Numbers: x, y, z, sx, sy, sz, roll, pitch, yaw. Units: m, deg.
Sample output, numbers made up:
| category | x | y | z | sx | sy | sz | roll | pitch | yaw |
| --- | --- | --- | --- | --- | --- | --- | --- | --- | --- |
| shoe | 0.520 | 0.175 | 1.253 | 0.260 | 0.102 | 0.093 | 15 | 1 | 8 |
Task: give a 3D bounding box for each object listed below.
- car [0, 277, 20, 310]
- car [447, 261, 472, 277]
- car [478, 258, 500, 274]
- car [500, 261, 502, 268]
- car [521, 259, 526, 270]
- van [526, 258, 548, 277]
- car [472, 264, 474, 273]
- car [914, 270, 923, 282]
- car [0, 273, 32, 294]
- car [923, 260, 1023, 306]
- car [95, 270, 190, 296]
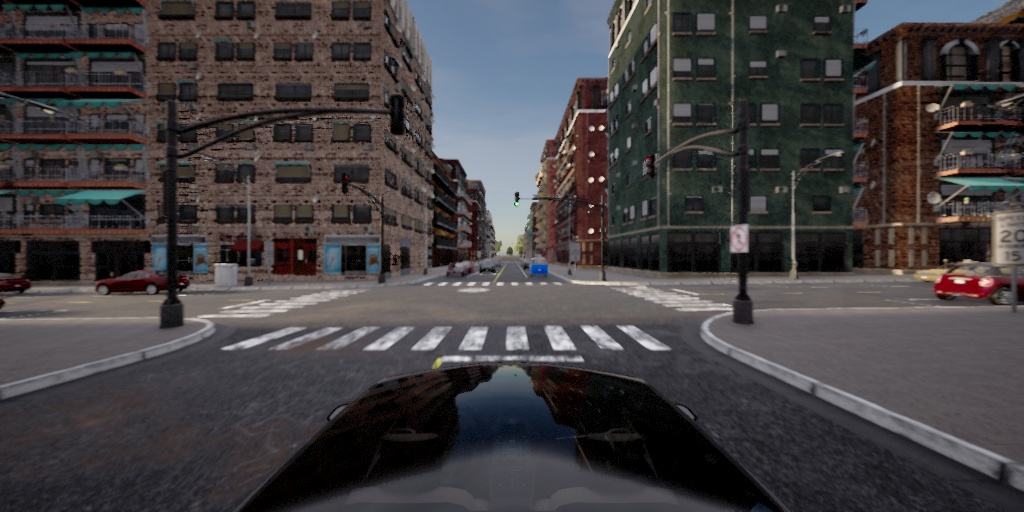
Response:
| category | x | y | z | sx | sy | sz | roll | pitch | yaw |
| --- | --- | --- | --- | --- | --- | --- | --- | --- | --- |
| car | -21.557 | 1.566 | 13.197 | 4.207 | 1.307 | 1.802 | 0 | 0 | 0 |
| car | -5.285 | 1.305 | 35.060 | 1.802 | 1.307 | 4.207 | 0 | 0 | 0 |
| car | -2.753 | 1.254 | 41.641 | 1.837 | 1.490 | 4.892 | 0 | 0 | 0 |
| car | -2.755 | 1.200 | 59.377 | 2.128 | 1.511 | 4.902 | 0 | 0 | 0 |
| car | 2.561 | 1.272 | 51.701 | 1.948 | 1.339 | 4.313 | 0 | 0 | 0 |
| van | 2.562 | 1.064 | 34.900 | 1.690 | 1.789 | 3.998 | 0 | 0 | 0 |
| car | -5.285 | 1.263 | 40.649 | 1.888 | 1.381 | 4.507 | 0 | 0 | 0 |
| car | 27.189 | 0.931 | 21.595 | 4.829 | 1.417 | 1.751 | 0 | 0 | -1 |
| car | -31.157 | 1.628 | 20.986 | 4.507 | 1.381 | 1.888 | 0 | 0 | 0 |
| car | 18.710 | 0.958 | 13.464 | 4.097 | 1.591 | 1.967 | 0 | 0 | -1 |
| car | -21.606 | 1.514 | 21.044 | 4.507 | 1.381 | 1.888 | 0 | 0 | 0 |
